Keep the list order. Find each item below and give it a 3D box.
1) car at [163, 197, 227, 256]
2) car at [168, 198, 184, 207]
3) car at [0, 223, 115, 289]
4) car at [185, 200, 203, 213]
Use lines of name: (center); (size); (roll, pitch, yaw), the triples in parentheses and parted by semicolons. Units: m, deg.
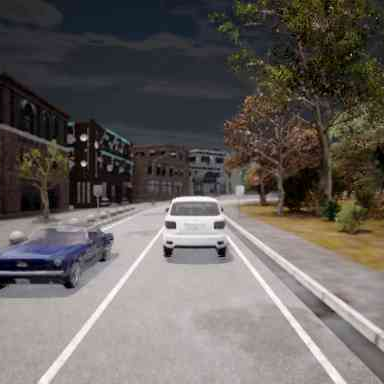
car: (0.102, 1.213, 13.135); (2.150, 2.045, 5.566); (0, 0, 0)
car: (-2.382, 1.551, 51.487); (1.895, 1.301, 4.718); (0, 0, 5)
car: (-3.598, 1.597, 9.273); (1.895, 1.301, 4.718); (0, 0, 0)
car: (0.264, 1.564, 37.461); (1.895, 1.301, 4.718); (0, 0, 2)
